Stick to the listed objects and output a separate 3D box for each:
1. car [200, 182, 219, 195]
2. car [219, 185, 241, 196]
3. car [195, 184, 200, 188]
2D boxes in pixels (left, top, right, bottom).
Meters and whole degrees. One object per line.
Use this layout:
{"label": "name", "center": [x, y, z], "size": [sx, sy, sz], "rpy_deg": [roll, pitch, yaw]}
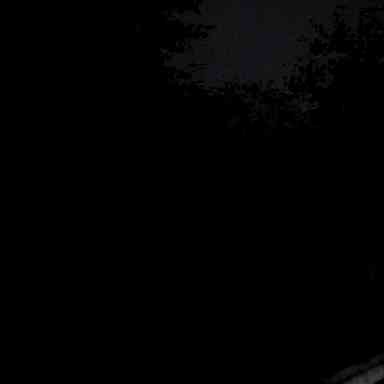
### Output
{"label": "car", "center": [3.523, -0.373, 41.720], "size": [2.097, 1.535, 5.008], "rpy_deg": [5, 3, 35]}
{"label": "car", "center": [5.766, -0.138, 40.100], "size": [2.163, 1.488, 4.792], "rpy_deg": [5, 3, 35]}
{"label": "car", "center": [1.287, -0.829, 43.321], "size": [2.435, 2.045, 5.566], "rpy_deg": [5, 3, 35]}
